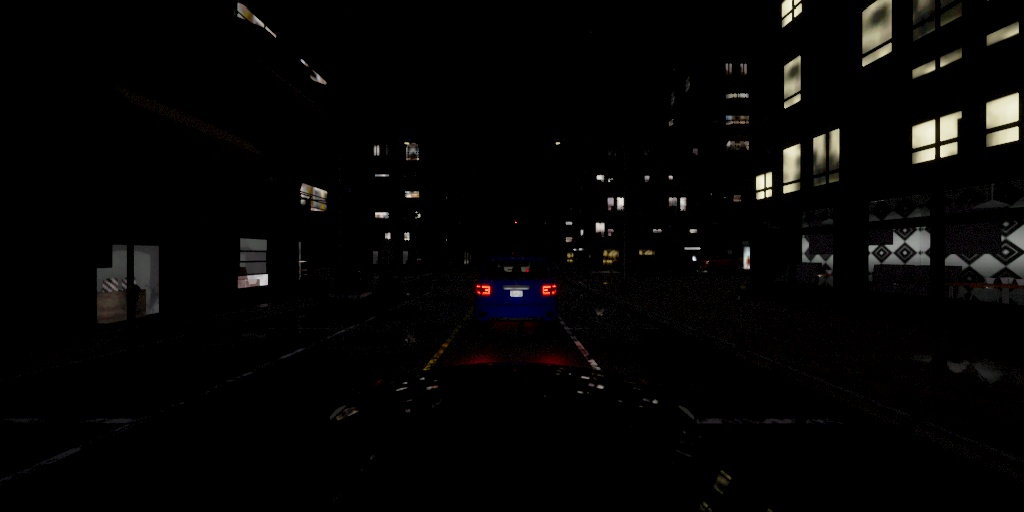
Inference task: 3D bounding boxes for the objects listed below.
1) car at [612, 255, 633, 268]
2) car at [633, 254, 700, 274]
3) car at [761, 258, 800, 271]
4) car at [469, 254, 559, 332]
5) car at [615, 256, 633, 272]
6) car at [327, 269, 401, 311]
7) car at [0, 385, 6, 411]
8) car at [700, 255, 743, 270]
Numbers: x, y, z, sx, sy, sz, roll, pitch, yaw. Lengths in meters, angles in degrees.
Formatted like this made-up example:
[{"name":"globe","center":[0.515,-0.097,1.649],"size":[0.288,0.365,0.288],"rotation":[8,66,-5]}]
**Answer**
[{"name":"car","center":[14.610,0.764,42.771],"size":[5.009,1.841,2.192],"rotation":[0,0,0]},{"name":"car","center":[14.738,0.778,34.392],"size":[5.009,1.841,2.192],"rotation":[0,0,0]},{"name":"car","center":[25.831,0.822,34.479],"size":[4.313,1.339,1.948],"rotation":[0,0,0]},{"name":"car","center":[0.106,0.971,11.021],"size":[2.150,2.045,5.566],"rotation":[0,0,0]},{"name":"car","center":[14.451,0.983,40.161],"size":[4.674,1.442,1.812],"rotation":[-1,0,-1]},{"name":"car","center":[-5.729,1.332,14.429],"size":[1.802,1.307,4.207],"rotation":[0,0,0]},{"name":"car","center":[-5.690,1.300,1.512],"size":[2.007,1.370,4.403],"rotation":[0,0,0]},{"name":"car","center":[23.416,0.642,40.250],"size":[4.553,1.767,2.097],"rotation":[-1,0,-1]}]
